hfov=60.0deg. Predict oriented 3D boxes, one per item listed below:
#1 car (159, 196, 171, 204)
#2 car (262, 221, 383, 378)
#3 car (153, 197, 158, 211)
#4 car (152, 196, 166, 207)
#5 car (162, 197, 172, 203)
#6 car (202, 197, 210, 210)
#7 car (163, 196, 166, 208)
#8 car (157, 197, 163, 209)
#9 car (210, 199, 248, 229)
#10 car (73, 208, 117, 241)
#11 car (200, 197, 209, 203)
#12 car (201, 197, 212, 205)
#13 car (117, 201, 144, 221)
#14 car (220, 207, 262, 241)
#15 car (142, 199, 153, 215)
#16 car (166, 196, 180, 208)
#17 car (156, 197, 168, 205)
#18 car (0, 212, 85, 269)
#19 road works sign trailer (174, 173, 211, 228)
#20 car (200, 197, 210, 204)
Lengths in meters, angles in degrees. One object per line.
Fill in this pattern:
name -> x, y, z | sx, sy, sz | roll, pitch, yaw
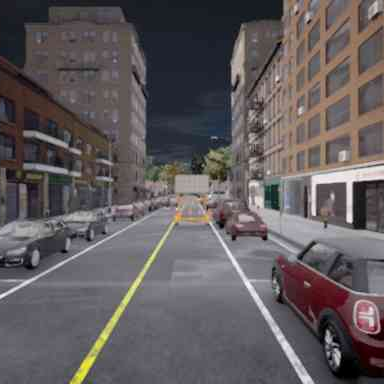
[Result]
car -> -5.383, 1.588, 66.263 | 1.967, 1.590, 4.097 | 0, 0, 0
car -> 2.638, 1.452, 5.563 | 1.967, 1.590, 4.097 | 0, 0, 0
car -> -5.385, 1.623, 38.670 | 1.887, 1.381, 4.507 | 0, 0, 0
car -> -5.384, 1.558, 55.226 | 1.967, 1.590, 4.097 | 0, 0, 0
car -> -5.383, 1.746, 71.782 | 1.802, 1.307, 4.206 | 0, 0, 0
car -> 2.641, 1.673, 44.192 | 1.802, 1.307, 4.206 | 0, 0, 0
car -> -5.384, 1.654, 49.706 | 2.008, 1.369, 4.403 | 0, 0, 0
car -> -5.384, 1.656, 44.188 | 1.947, 1.339, 4.313 | 0, 0, 0
car -> 2.639, 1.360, 22.119 | 2.192, 1.841, 5.009 | 0, 0, 0
car -> -5.386, 1.585, 16.594 | 2.008, 1.369, 4.403 | 0, 0, 0
car -> 2.642, 1.730, 71.783 | 1.947, 1.339, 4.313 | 0, 0, 0
car -> 2.641, 1.678, 60.746 | 1.887, 1.381, 4.507 | 0, 0, 0
car -> -5.385, 1.638, 27.632 | 1.802, 1.307, 4.206 | 0, 0, 0
car -> 2.639, 1.616, 16.600 | 1.802, 1.307, 4.206 | 0, 0, 0
car -> -5.385, 1.618, 33.151 | 2.008, 1.369, 4.403 | 0, 0, 0
car -> -2.828, 1.630, 49.989 | 1.812, 1.442, 4.674 | 0, 0, 0
car -> -5.384, 1.658, 60.574 | 1.752, 1.417, 4.829 | 0, 0, 0
car -> -5.386, 1.574, 11.075 | 2.008, 1.369, 4.403 | 0, 0, 0
road works sign trailer -> 0.002, 0.510, 22.488 | 2.380, 3.560, 2.880 | 0, 0, 0
car -> 2.642, 1.730, 66.264 | 1.802, 1.307, 4.206 | 0, 0, 0
